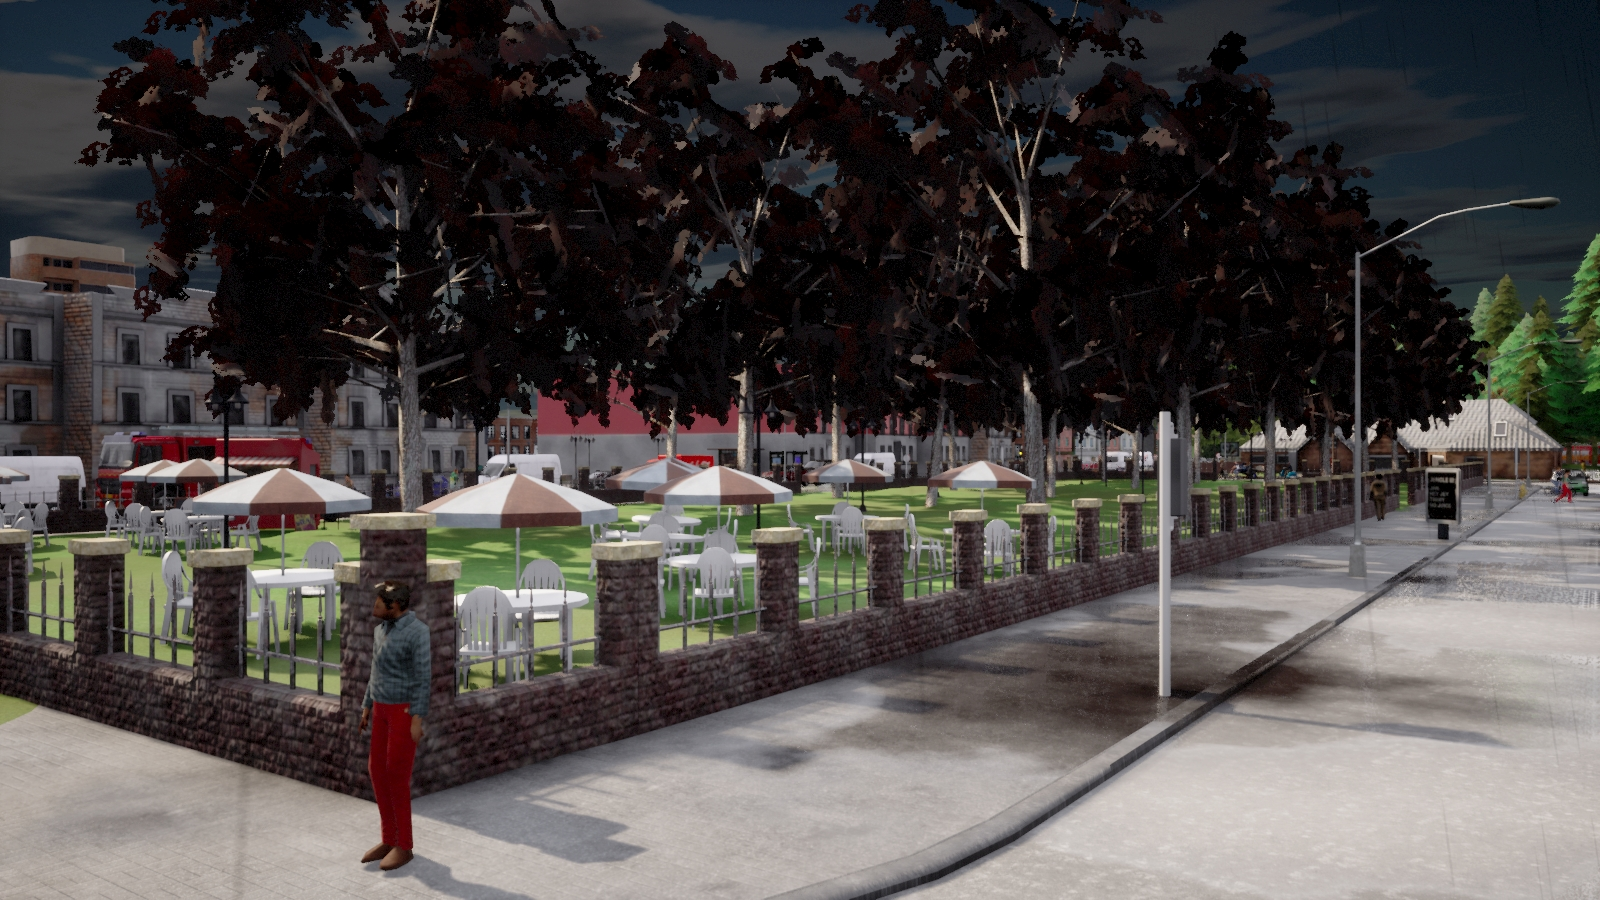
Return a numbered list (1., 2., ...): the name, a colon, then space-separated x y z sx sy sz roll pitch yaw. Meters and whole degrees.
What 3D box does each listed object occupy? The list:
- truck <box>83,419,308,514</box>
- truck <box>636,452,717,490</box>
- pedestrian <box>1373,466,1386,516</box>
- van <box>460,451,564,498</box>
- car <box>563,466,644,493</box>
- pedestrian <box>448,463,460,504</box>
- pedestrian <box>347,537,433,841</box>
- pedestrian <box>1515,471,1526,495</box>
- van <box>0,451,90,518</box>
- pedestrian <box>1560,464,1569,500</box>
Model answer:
1. truck: -26.598 0.670 50.778 2.891 3.827 8.468 0 0 35
2. truck: -8.233 1.347 76.671 2.627 2.467 5.204 0 0 35
3. pedestrian: 21.756 1.525 42.890 0.375 1.860 0.375 0 0 35
4. van: -16.329 1.313 65.083 1.988 2.561 5.915 0 0 35
5. car: -12.166 1.813 71.050 2.097 1.535 5.006 0 0 35
6. pedestrian: -15.717 1.522 51.850 0.375 1.860 0.375 0 0 34
7. pedestrian: -2.655 1.517 7.406 0.375 1.860 0.375 0 0 36
8. pedestrian: 39.199 1.804 62.121 0.375 1.300 0.375 0 0 -30
9. van: -31.021 1.313 44.007 1.988 2.561 5.915 0 0 35
10. pedestrian: 39.152 1.628 58.517 0.375 1.860 0.375 0 0 28
